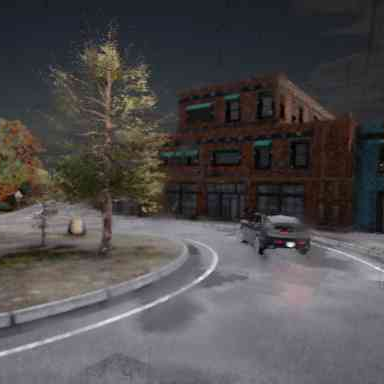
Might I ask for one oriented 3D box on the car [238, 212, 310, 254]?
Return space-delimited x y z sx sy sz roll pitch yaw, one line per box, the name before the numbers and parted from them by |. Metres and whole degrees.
car | 3.248 1.598 13.869 1.837 1.490 4.892 3 -1 -4
